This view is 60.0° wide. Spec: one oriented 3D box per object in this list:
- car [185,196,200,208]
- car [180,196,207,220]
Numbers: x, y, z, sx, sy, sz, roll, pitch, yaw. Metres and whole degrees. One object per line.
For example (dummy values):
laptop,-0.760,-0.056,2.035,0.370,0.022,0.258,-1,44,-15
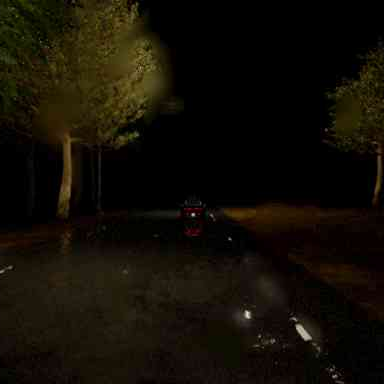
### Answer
car,0.070,1.269,43.863,1.882,1.535,5.008,0,0,0
car,0.098,1.371,26.676,1.837,1.490,4.892,0,1,0
